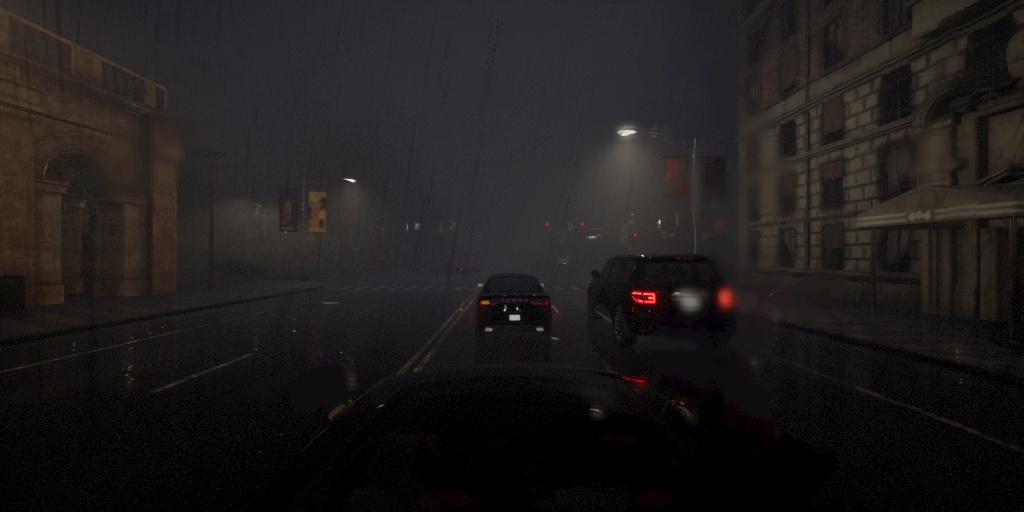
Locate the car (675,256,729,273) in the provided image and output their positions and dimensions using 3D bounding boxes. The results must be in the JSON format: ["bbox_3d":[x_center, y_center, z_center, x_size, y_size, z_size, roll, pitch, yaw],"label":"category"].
[{"bbox_3d":[23.387,0.971,44.270,5.566,2.045,2.150,0,0,1],"label":"car"}]

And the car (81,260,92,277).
[{"bbox_3d":[-45.314,1.314,35.668,4.181,1.385,1.994,0,0,0],"label":"car"}]

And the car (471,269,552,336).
[{"bbox_3d":[-0.011,1.228,10.494,1.882,1.535,5.008,0,0,-2],"label":"car"}]

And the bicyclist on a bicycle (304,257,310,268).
[{"bbox_3d":[-31.577,1.050,55.228,0.582,1.620,1.656,0,0,0],"label":"bicyclist on a bicycle"}]

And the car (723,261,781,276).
[{"bbox_3d":[24.062,1.275,36.099,4.674,1.442,1.812,0,0,0],"label":"car"}]

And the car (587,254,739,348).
[{"bbox_3d":[3.455,0.971,9.415,2.150,2.045,5.566,0,0,2],"label":"car"}]

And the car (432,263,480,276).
[{"bbox_3d":[-5.451,1.351,35.911,4.718,1.301,1.895,0,0,0],"label":"car"}]

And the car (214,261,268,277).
[{"bbox_3d":[-27.179,1.228,35.772,5.008,1.535,1.882,1,0,0],"label":"car"}]

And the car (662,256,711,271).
[{"bbox_3d":[23.182,0.971,47.781,5.566,2.045,2.150,0,0,0],"label":"car"}]
